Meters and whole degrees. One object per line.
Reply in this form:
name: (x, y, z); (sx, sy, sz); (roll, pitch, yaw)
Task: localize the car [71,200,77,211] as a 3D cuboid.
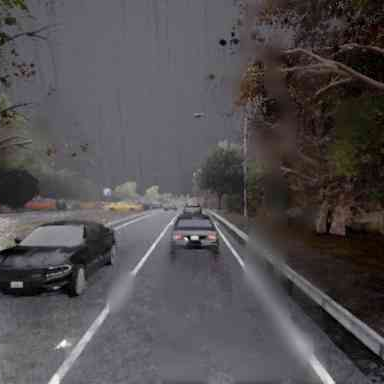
car: (-23.287, 2.482, 57.364); (5.366, 1.575, 1.946); (0, -2, 0)

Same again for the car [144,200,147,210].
car: (-10.397, 2.360, 54.383); (5.008, 1.535, 2.097); (0, -2, 0)

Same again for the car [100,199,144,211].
car: (-10.203, 2.158, 48.846); (5.366, 1.575, 1.946); (0, -2, 0)

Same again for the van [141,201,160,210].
van: (-10.289, 3.320, 82.125); (4.442, 1.987, 1.878); (0, -2, 0)

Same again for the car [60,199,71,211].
car: (-23.499, 2.121, 54.608); (5.566, 2.045, 2.435); (0, -2, 0)

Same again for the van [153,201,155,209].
van: (-10.515, 2.722, 68.257); (4.442, 1.987, 1.878); (0, -2, 0)

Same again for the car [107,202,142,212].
car: (-10.395, 2.257, 51.613); (4.892, 1.521, 2.231); (0, -2, 0)

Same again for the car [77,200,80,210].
car: (-23.468, 2.603, 60.129); (4.892, 1.521, 2.231); (0, -2, 0)

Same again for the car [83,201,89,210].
car: (-23.446, 2.715, 65.670); (4.553, 1.767, 2.185); (0, -2, 0)

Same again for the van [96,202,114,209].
van: (-23.607, 3.750, 90.564); (4.442, 1.987, 1.878); (0, -3, 0)

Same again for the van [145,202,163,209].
van: (-10.294, 3.737, 90.427); (4.442, 1.987, 1.878); (0, -3, 0)

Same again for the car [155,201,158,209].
car: (-10.405, 3.067, 71.021); (5.008, 1.535, 2.097); (0, -2, 0)

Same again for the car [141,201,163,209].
car: (-10.437, 3.548, 87.657); (5.566, 2.045, 2.435); (0, -3, 0)

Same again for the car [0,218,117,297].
car: (-3.360, 1.514, 8.870); (1.882, 1.535, 5.008); (0, 0, 0)

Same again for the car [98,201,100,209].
car: (-23.475, 3.200, 73.968); (4.892, 1.521, 2.231); (0, -2, 0)

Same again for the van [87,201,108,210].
van: (-23.369, 3.331, 82.280); (4.442, 1.987, 1.878); (0, -2, 0)

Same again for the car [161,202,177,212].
car: (-3.368, 2.403, 52.914); (1.994, 1.385, 4.181); (0, -2, 0)

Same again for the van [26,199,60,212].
van: (-23.587, 2.038, 51.717); (4.442, 1.987, 1.878); (0, -2, 0)

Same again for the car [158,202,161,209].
car: (-10.407, 3.466, 79.340); (4.674, 1.452, 2.002); (0, -2, 0)

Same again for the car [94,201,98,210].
car: (-23.475, 3.079, 71.200); (5.008, 1.535, 2.097); (0, -2, 0)

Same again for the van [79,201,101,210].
van: (-23.600, 3.092, 76.745); (4.442, 1.987, 1.878); (0, -2, 0)

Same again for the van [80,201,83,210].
van: (-23.592, 2.496, 62.907); (4.442, 1.987, 1.878); (0, -2, 0)

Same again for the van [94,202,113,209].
van: (-23.372, 3.578, 87.666); (4.442, 1.987, 1.878); (0, -3, 0)

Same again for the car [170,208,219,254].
car: (0.085, 1.611, 13.727); (2.033, 1.411, 5.357); (0, 0, 0)

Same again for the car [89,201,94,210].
car: (-23.473, 2.955, 68.307); (5.008, 1.535, 2.097); (0, -2, 0)

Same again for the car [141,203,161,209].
car: (-10.437, 3.695, 84.894); (4.792, 1.488, 2.163); (0, -3, 0)

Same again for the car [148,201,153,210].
car: (-10.366, 2.338, 59.937); (5.566, 2.045, 2.435); (0, -2, 0)

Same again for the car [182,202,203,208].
car: (0.063, 1.797, 33.774); (2.128, 1.511, 4.902); (0, -1, 0)
